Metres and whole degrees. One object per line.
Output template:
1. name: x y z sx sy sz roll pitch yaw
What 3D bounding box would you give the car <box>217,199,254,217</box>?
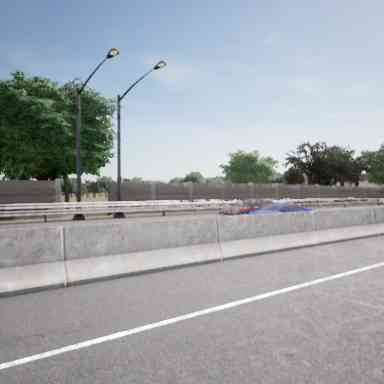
1. car: 3.995 1.295 24.058 4.553 1.767 2.097 0 0 -36

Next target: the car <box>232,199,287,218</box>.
1. car: 6.102 1.415 29.868 5.008 1.535 1.882 0 0 -36

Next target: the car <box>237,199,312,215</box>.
1. car: 5.470 1.422 20.812 5.008 1.535 1.882 0 0 -36
